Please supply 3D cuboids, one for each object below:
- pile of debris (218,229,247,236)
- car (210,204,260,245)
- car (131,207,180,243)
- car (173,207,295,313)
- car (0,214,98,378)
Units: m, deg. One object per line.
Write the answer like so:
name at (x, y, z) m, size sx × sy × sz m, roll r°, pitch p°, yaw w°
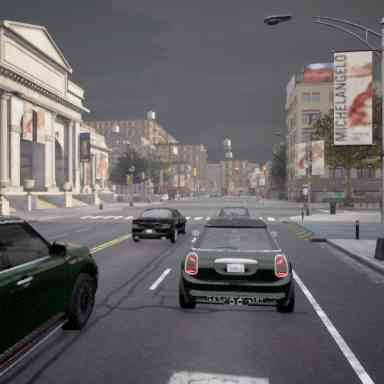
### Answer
pile of debris at (2.206, 2.175, 18.015) m, size 1.500 × 0.140 × 1.860 m, roll 0°, pitch 0°, yaw 8°
car at (2.149, 1.489, 16.779) m, size 2.128 × 1.511 × 4.902 m, roll 0°, pitch 0°, yaw 7°
car at (-1.447, 1.478, 16.237) m, size 1.882 × 1.535 × 5.008 m, roll 0°, pitch 0°, yaw 8°
car at (1.015, 1.352, 7.930) m, size 2.097 × 1.767 × 4.553 m, roll 0°, pitch 0°, yaw 7°
car at (-2.955, 1.224, 3.788) m, size 2.150 × 2.045 × 5.566 m, roll 0°, pitch 0°, yaw 5°
